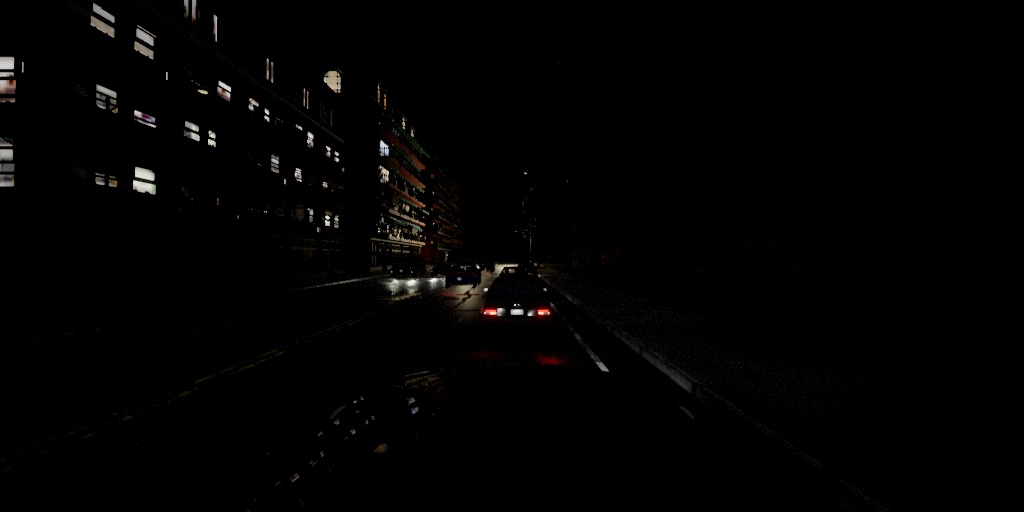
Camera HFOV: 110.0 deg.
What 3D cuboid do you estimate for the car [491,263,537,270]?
[{"bbox_3d":[0.110,1.301,20.867,2.033,1.411,5.357,0,0,0],"label":"car"}]

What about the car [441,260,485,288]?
[{"bbox_3d":[-3.137,1.231,23.829,1.882,1.535,5.008,0,0,0],"label":"car"}]

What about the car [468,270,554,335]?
[{"bbox_3d":[0.107,1.299,10.505,2.033,1.411,5.357,0,0,0],"label":"car"}]

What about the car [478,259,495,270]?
[{"bbox_3d":[-3.124,1.256,45.029,1.837,1.490,4.892,0,-1,0],"label":"car"}]

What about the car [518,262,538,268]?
[{"bbox_3d":[1.154,1.259,30.634,1.837,1.490,4.892,0,0,0],"label":"car"}]

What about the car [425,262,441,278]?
[{"bbox_3d":[-6.580,1.302,34.961,2.033,1.411,5.357,0,0,0],"label":"car"}]

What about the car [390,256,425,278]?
[{"bbox_3d":[-9.832,0.975,34.519,2.150,2.045,5.566,0,0,0],"label":"car"}]
